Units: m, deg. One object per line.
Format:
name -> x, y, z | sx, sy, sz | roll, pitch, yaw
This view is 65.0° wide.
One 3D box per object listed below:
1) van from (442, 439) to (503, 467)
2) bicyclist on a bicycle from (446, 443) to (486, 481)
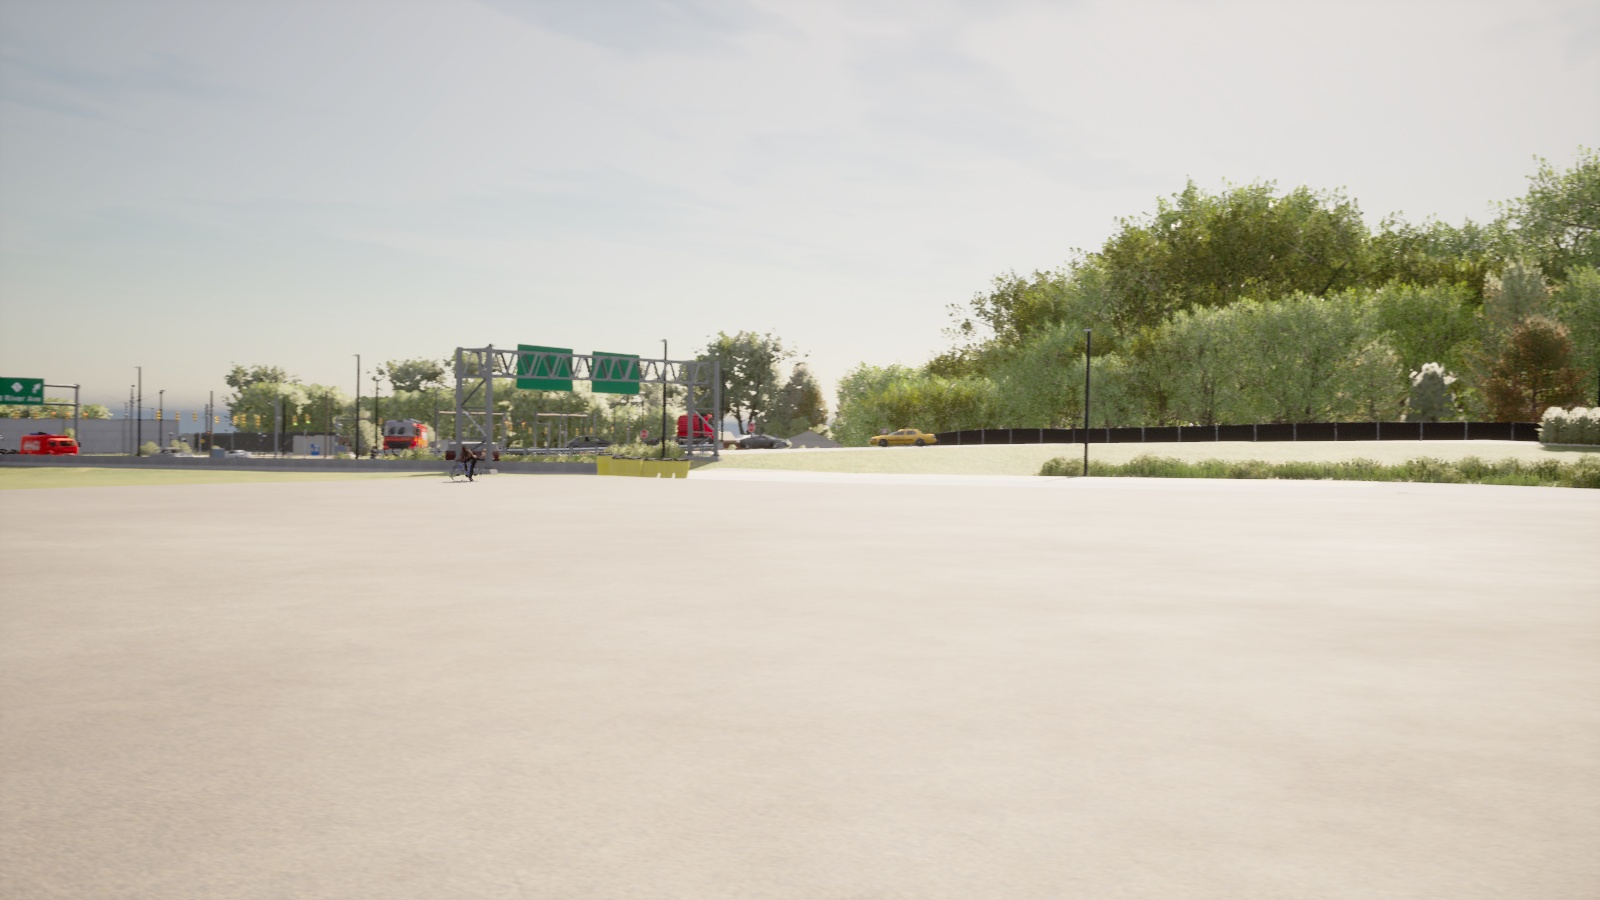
van -> -24.502, 0.197, 93.874 | 4.442, 1.987, 1.775 | 1, 1, 29
bicyclist on a bicycle -> -14.622, 0.514, 55.006 | 0.582, 1.620, 1.656 | 2, 1, 36
